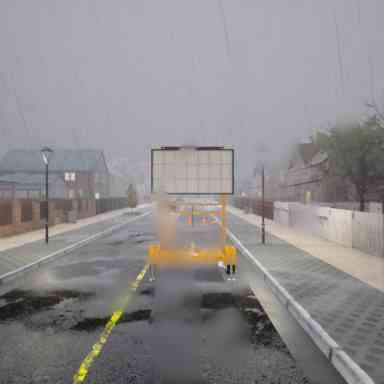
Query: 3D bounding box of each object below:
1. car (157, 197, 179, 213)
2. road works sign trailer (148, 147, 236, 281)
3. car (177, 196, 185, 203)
[{"bbox_3d":[-2.837,1.632,38.465,1.994,1.385,4.181,0,0,0],"label":"car"},{"bbox_3d":[0.016,0.471,9.851,2.380,3.560,2.880,0,0,0],"label":"road works sign trailer"},{"bbox_3d":[-2.728,1.582,74.497,2.097,1.767,4.553,0,0,0],"label":"car"}]
